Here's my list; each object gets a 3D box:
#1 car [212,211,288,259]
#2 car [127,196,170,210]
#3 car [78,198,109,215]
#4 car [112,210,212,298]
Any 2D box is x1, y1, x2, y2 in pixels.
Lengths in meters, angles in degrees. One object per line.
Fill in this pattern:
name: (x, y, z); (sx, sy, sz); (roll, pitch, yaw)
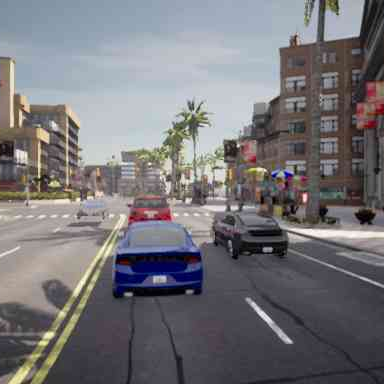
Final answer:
car: (2.006, 1.505, 12.686); (1.837, 1.490, 4.892); (0, 1, -8)
car: (-2.365, 1.219, 18.301); (2.150, 2.045, 5.566); (0, 0, -9)
car: (-6.824, 1.136, 23.331); (1.812, 1.442, 4.674); (0, 0, -9)
car: (-0.934, 1.476, 8.653); (1.882, 1.535, 5.008); (0, 0, -8)
